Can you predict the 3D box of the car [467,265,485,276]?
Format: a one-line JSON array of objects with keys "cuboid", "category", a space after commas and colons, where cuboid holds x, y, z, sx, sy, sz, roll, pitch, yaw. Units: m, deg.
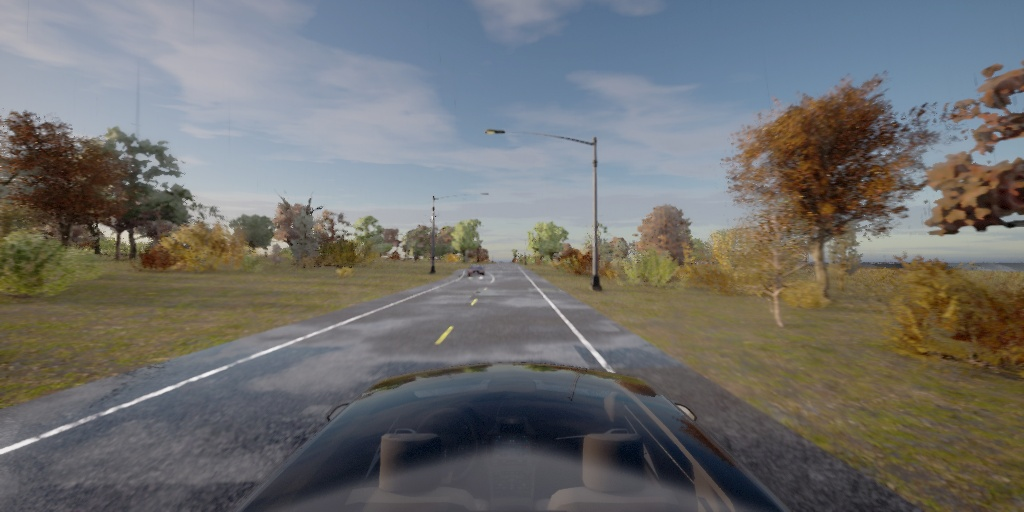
[{"cuboid": [-4.239, 1.706, 42.645, 1.994, 1.385, 4.181, 0, -1, -5], "category": "car"}]
